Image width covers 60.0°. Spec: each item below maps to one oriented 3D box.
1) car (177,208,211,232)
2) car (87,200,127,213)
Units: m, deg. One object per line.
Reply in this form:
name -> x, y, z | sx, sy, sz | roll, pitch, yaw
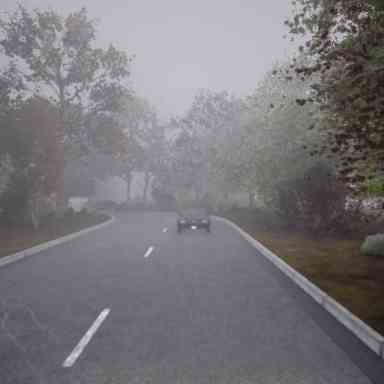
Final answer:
car -> 0.073, 1.606, 20.037 | 1.895, 1.301, 4.718 | 0, 0, -1
car -> -9.918, 1.654, 38.668 | 5.008, 1.535, 1.882 | -1, -4, 23
